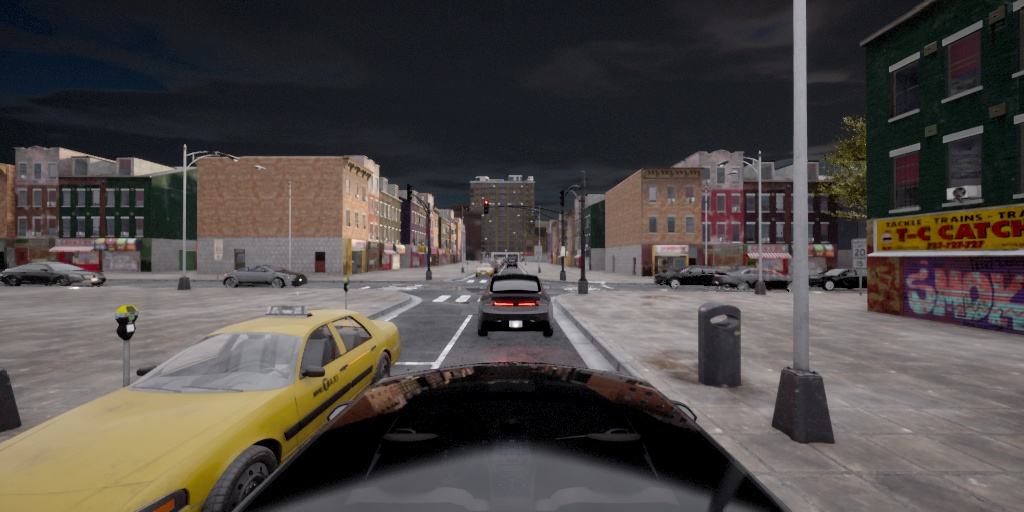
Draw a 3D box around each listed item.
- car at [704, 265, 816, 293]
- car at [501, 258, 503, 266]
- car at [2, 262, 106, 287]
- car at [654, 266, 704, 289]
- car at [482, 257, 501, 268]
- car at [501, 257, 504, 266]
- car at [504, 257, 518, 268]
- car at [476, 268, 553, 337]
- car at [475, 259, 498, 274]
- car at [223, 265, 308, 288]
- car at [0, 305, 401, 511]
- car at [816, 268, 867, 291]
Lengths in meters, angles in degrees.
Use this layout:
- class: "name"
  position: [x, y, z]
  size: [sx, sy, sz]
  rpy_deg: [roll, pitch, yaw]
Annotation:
- class: "car"
  position: [14.630, 1.422, 21.392]
  size: [4.902, 1.511, 2.128]
  rpy_deg: [1, 0, 0]
- class: "car"
  position: [-2.707, 1.357, 52.417]
  size: [2.007, 1.370, 4.403]
  rpy_deg: [0, 0, 0]
- class: "car"
  position: [-26.932, 1.098, 21.124]
  size: [4.674, 1.442, 1.812]
  rpy_deg: [1, 0, 0]
- class: "car"
  position: [12.255, 1.393, 24.326]
  size: [5.008, 1.535, 1.882]
  rpy_deg: [1, 0, 0]
- class: "car"
  position: [-2.692, 1.100, 41.529]
  size: [2.192, 1.841, 5.009]
  rpy_deg: [0, 0, 0]
- class: "car"
  position: [-2.721, 1.358, 63.134]
  size: [1.751, 1.417, 4.829]
  rpy_deg: [0, 0, 0]
- class: "car"
  position: [0.019, 1.336, 62.994]
  size: [1.837, 1.490, 4.892]
  rpy_deg: [0, -1, 0]
- class: "car"
  position: [0.084, 1.257, 10.342]
  size: [1.837, 1.490, 4.892]
  rpy_deg: [0, 0, 0]
- class: "car"
  position: [-2.684, 1.302, 35.916]
  size: [1.751, 1.417, 4.829]
  rpy_deg: [0, 0, 0]
- class: "car"
  position: [-14.504, 1.220, 21.203]
  size: [4.181, 1.385, 1.994]
  rpy_deg: [0, 0, 0]
- class: "car"
  position: [-2.641, 1.276, 3.959]
  size: [1.751, 1.417, 4.829]
  rpy_deg: [0, 0, 0]
- class: "car"
  position: [22.384, 1.546, 24.389]
  size: [5.008, 1.535, 1.882]
  rpy_deg: [1, 0, -1]
